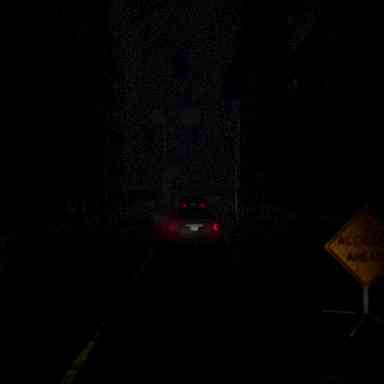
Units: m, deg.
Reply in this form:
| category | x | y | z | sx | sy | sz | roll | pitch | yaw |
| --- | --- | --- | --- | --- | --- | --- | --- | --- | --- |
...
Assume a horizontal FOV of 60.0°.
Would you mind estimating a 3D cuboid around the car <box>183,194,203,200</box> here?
| category | x | y | z | sx | sy | sz | roll | pitch | yaw |
| --- | --- | --- | --- | --- | --- | --- | --- | --- | --- |
| car | 0.098 | 1.284 | 30.496 | 2.150 | 2.045 | 5.566 | 0 | 0 | 0 |

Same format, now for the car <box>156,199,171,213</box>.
| category | x | y | z | sx | sy | sz | roll | pitch | yaw |
| --- | --- | --- | --- | --- | --- | --- | --- | --- | --- |
| car | -3.083 | 1.557 | 39.162 | 1.882 | 1.535 | 5.008 | 0 | 0 | 0 |

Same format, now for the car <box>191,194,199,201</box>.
| category | x | y | z | sx | sy | sz | roll | pitch | yaw |
| --- | --- | --- | --- | --- | --- | --- | --- | --- | --- |
| car | 0.913 | 1.513 | 95.257 | 2.150 | 2.045 | 5.566 | 0 | 0 | 0 |

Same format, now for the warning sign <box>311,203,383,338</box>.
| category | x | y | z | sx | sy | sz | roll | pitch | yaw |
| --- | --- | --- | --- | --- | --- | --- | --- | --- | --- |
| warning sign | 2.718 | 1.126 | 5.226 | 1.300 | 1.860 | 1.060 | 0 | 0 | 0 |

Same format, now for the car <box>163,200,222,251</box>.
| category | x | y | z | sx | sy | sz | roll | pitch | yaw |
| --- | --- | --- | --- | --- | --- | --- | --- | --- | --- |
| car | 0.091 | 1.381 | 14.329 | 2.097 | 1.767 | 4.553 | 0 | 0 | 0 |

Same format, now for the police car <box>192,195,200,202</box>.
| category | x | y | z | sx | sy | sz | roll | pitch | yaw |
| --- | --- | --- | --- | --- | --- | --- | --- | --- | --- |
| police car | 0.910 | 1.663 | 85.336 | 1.930 | 1.638 | 5.238 | 0 | 0 | 0 |
